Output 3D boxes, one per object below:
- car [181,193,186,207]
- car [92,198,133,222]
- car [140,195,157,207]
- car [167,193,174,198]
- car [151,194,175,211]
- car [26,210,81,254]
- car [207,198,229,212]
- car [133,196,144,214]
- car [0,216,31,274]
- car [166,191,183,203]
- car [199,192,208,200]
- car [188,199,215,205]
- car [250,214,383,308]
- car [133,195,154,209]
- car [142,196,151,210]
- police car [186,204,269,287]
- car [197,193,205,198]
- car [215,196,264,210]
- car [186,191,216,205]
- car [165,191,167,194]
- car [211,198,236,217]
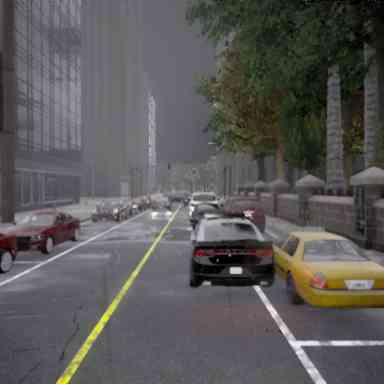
[{"bbox_3d":[-0.102,1.213,43.996,1.812,1.442,4.674,0,0,0],"label":"car"},{"bbox_3d":[-5.819,1.268,23.949,1.967,1.590,4.097,0,0,0],"label":"car"},{"bbox_3d":[-5.869,1.202,45.607,1.752,1.417,4.829,0,0,0],"label":"car"},{"bbox_3d":[-5.981,0.936,94.060,1.802,1.307,4.206,0,0,0],"label":"car"},{"bbox_3d":[-3.169,1.268,35.949,1.812,1.442,4.674,0,0,0],"label":"car"},{"bbox_3d":[-5.793,1.449,13.037,1.887,1.381,4.507,0,0,0],"label":"car"},{"bbox_3d":[2.681,1.316,34.886,1.947,1.339,4.313,0,0,0],"label":"car"},{"bbox_3d":[-5.831,1.340,29.407,2.008,1.369,4.403,0,0,0],"label":"car"},{"bbox_3d":[-5.780,1.488,7.579,1.887,1.381,4.507,0,0,0],"label":"car"},{"bbox_3d":[-1.745,0.960,55.086,2.097,1.767,4.553,1,1,-38],"label":"car"},{"bbox_3d":[2.582,0.900,77.766,1.967,1.590,4.097,0,0,0],"label":"car"},{"bbox_3d":[0.855,1.367,19.146,1.837,1.490,4.892,0,0,0],"label":"car"},{"bbox_3d":[2.744,1.467,7.773,1.752,1.417,4.829,0,0,0],"label":"car"},{"bbox_3d":[-5.857,1.153,40.320,1.967,1.590,4.097,0,0,0],"label":"car"},{"bbox_3d":[-5.844,1.296,34.864,1.887,1.381,4.507,0,0,0],"label":"car"},{"bbox_3d":[0.878,1.357,9.256,1.930,1.638,5.238,0,0,0],"label":"police car"},{"bbox_3d":[2.544,0.904,94.079,2.008,1.369,4.403,0,0,0],"label":"car"},{"bbox_3d":[2.719,1.180,18.515,2.192,1.841,5.009,0,0,0],"label":"car"},{"bbox_3d":[0.842,1.043,25.174,2.150,2.045,5.566,0,0,0],"label":"car"},{"bbox_3d":[-5.956,0.740,83.183,2.192,1.841,5.009,0,0,0],"label":"car"},{"bbox_3d":[2.694,1.312,29.599,1.752,1.417,4.829,0,0,0],"label":"car"}]
